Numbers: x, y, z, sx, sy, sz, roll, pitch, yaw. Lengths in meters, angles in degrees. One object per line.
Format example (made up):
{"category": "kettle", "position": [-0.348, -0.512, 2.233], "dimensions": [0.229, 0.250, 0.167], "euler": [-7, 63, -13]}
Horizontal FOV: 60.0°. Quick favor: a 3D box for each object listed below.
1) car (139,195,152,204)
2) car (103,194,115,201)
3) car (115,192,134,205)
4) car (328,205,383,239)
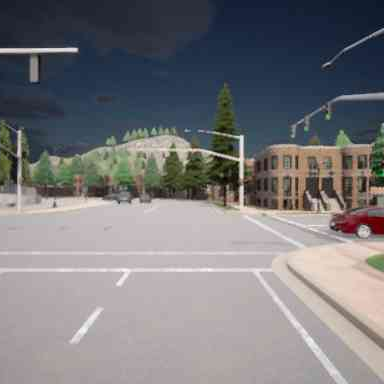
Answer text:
{"category": "car", "position": [-7.915, 1.232, 56.677], "dimensions": [1.837, 1.490, 4.892], "euler": [0, 1, -12]}
{"category": "car", "position": [-17.090, 1.206, 69.675], "dimensions": [2.033, 1.411, 5.357], "euler": [0, 0, -32]}
{"category": "car", "position": [-11.042, 0.958, 54.776], "dimensions": [2.150, 2.045, 5.566], "euler": [0, 1, -10]}
{"category": "car", "position": [9.310, 1.412, 16.183], "dimensions": [5.008, 1.535, 1.882], "euler": [0, 0, 0]}
